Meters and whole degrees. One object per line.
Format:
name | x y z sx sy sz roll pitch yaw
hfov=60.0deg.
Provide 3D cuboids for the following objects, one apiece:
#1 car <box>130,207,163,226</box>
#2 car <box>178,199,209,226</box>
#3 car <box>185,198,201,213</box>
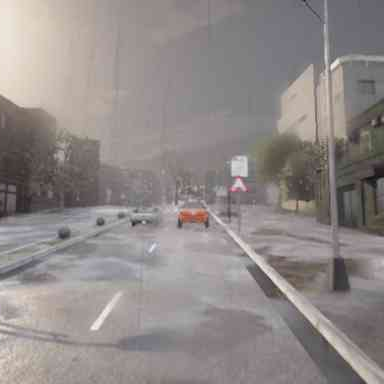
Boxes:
car | -3.154 1.706 24.105 1.895 1.301 4.718 0 0 0
car | 0.096 1.457 24.263 2.097 1.767 4.553 0 0 0
car | 0.133 1.634 41.534 1.882 1.535 5.008 0 0 1
